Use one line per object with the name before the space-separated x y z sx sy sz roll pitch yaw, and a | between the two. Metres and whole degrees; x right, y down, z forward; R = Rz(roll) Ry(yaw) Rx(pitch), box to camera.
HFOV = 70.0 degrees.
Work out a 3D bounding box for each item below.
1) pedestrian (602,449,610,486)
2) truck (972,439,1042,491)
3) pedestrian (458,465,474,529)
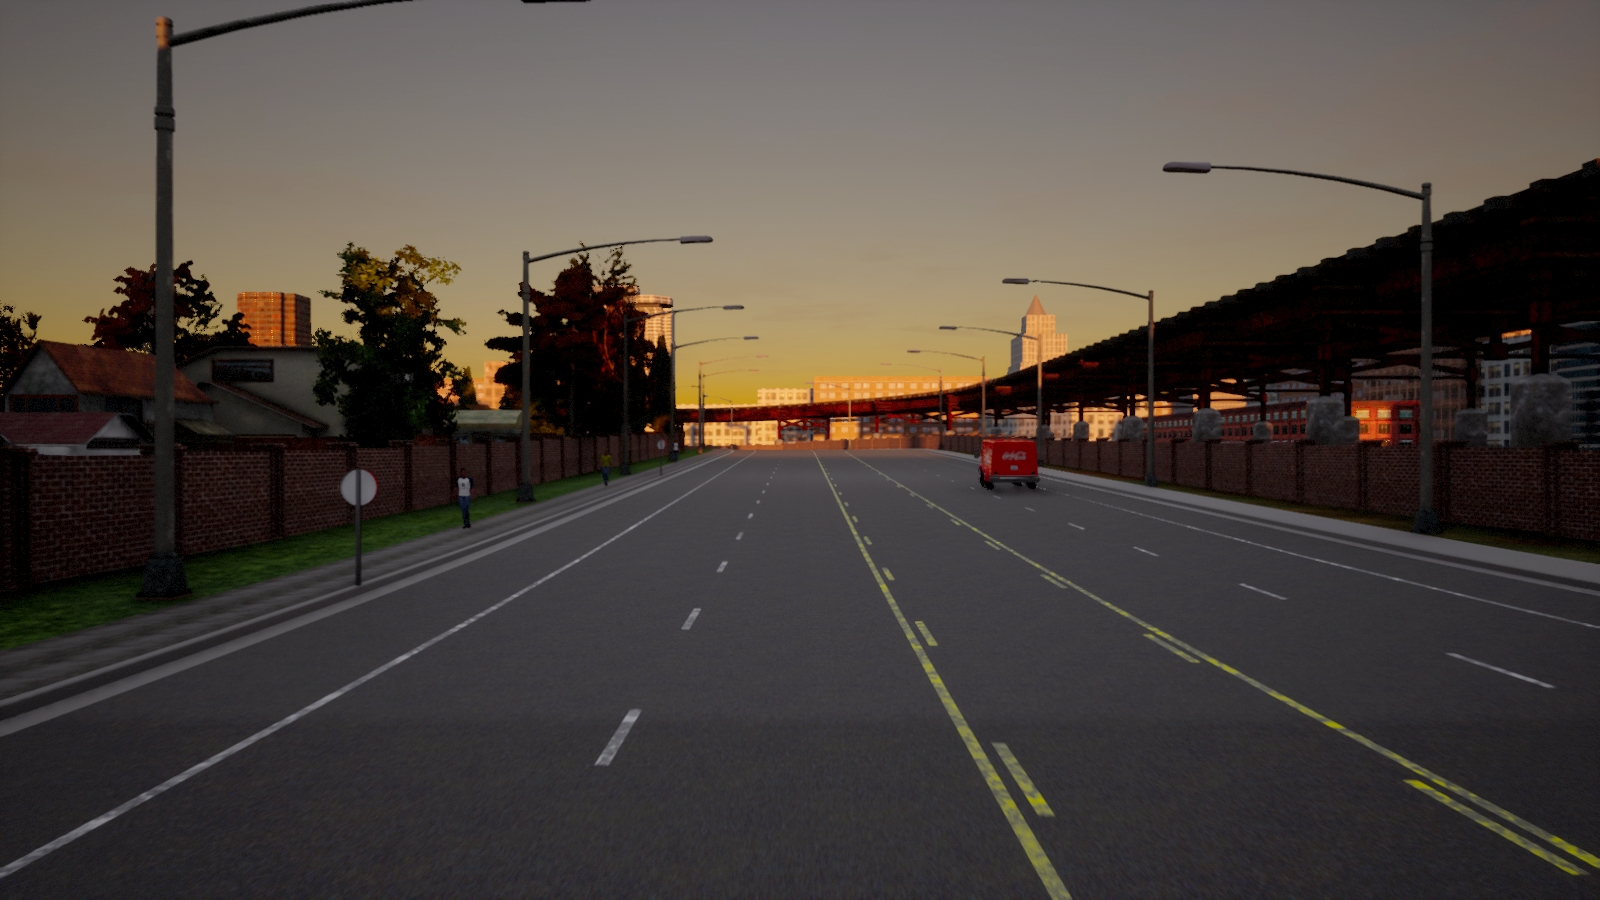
pedestrian | -9.622 0.867 56.683 0.375 1.860 0.375 0 0 -1
truck | 10.505 0.702 58.511 2.627 2.467 5.204 0 1 0
pedestrian | -9.842 1.379 33.653 0.375 1.860 0.375 0 0 -2
